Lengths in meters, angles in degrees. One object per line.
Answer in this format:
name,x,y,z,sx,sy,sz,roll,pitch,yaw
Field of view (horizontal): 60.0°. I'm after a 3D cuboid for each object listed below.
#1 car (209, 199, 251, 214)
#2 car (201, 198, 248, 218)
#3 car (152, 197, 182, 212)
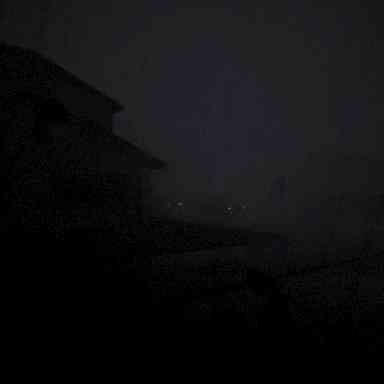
car,4.022,1.526,35.689,1.812,1.442,4.674,0,0,-35
car,2.796,1.352,30.209,2.097,1.767,4.553,0,0,-36
car,-3.047,1.352,38.484,2.097,1.767,4.553,0,0,-35
